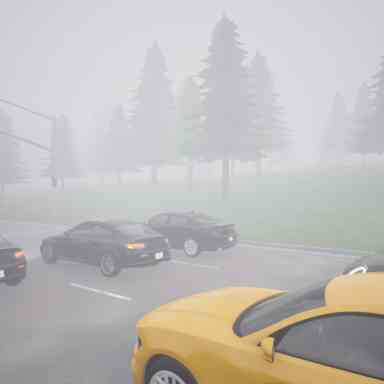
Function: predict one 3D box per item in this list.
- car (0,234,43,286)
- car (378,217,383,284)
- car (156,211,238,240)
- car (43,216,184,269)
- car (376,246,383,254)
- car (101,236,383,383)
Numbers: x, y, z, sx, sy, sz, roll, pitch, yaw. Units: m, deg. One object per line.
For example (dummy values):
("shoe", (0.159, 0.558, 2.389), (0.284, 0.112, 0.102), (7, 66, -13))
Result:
("car", (-5.844, 1.526, 8.137), (4.674, 1.442, 1.812), (0, 0, 36))
("car", (7.150, 1.478, 7.492), (5.008, 1.535, 1.882), (0, 0, 35))
("car", (-0.654, 1.478, 13.022), (5.008, 1.535, 1.882), (0, 0, 36))
("car", (-2.739, 1.526, 10.210), (4.674, 1.442, 1.812), (0, 0, 36))
("car", (4.642, 1.352, 4.980), (4.553, 1.767, 2.097), (0, 0, 36))
("car", (1.655, 1.478, 2.812), (5.008, 1.535, 1.882), (0, 0, 36))
